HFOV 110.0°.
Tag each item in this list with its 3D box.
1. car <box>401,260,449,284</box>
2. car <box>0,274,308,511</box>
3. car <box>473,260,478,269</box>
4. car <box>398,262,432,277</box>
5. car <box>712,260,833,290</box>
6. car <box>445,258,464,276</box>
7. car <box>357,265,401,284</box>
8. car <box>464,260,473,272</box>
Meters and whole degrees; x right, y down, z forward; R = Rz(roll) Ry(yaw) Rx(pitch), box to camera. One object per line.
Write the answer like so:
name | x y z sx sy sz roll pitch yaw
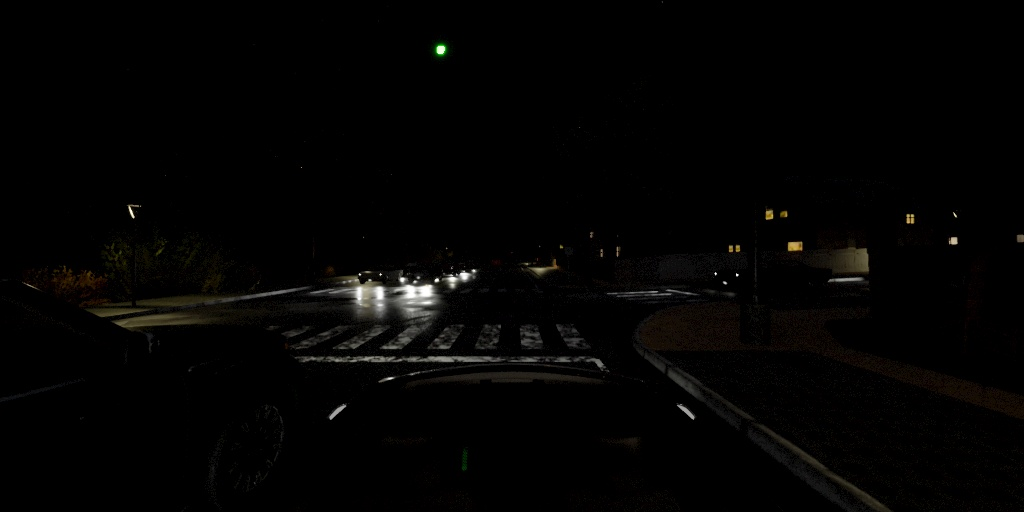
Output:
car | -6.597 1.262 27.717 2.128 1.511 4.902 0 0 0
car | -3.159 0.971 1.191 2.150 2.045 5.566 0 0 2
car | -6.549 1.338 56.957 1.812 1.442 4.674 0 0 1
car | -9.846 1.329 36.708 2.033 1.411 5.357 0 0 0
car | 12.014 0.858 16.764 4.718 1.301 1.895 -2 -1 -5
car | -6.591 1.134 36.857 2.097 1.767 4.553 0 0 0
car | -9.848 1.371 27.056 1.895 1.301 4.718 0 0 0
car | -6.586 1.396 46.594 1.895 1.301 4.718 0 0 0
